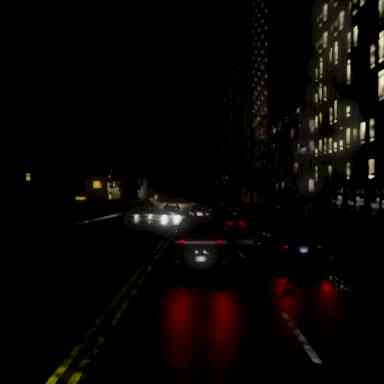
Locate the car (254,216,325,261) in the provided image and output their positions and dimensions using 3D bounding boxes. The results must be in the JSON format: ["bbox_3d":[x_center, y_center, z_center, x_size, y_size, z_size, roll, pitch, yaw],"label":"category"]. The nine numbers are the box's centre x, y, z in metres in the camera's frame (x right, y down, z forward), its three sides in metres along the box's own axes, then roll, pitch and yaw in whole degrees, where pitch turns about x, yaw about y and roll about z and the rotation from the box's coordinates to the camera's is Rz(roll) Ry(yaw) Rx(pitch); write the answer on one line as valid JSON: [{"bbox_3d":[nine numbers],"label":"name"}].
[{"bbox_3d":[3.595,1.658,12.812,1.812,1.442,4.674,0,0,2],"label":"car"}]

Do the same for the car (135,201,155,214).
[{"bbox_3d":[-5.703,1.887,41.139,1.882,1.535,5.008,0,-1,1],"label":"car"}]

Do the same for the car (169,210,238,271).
[{"bbox_3d":[0.301,1.604,11.347,2.128,1.511,4.902,0,-1,1],"label":"car"}]

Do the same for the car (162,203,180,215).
[{"bbox_3d":[-2.478,2.005,40.165,1.895,1.301,4.718,0,-1,1],"label":"car"}]

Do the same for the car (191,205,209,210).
[{"bbox_3d":[0.706,1.837,28.901,2.033,1.411,5.357,0,-1,1],"label":"car"}]

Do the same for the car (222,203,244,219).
[{"bbox_3d":[4.064,1.836,33.428,2.128,1.511,4.902,0,-1,1],"label":"car"}]
